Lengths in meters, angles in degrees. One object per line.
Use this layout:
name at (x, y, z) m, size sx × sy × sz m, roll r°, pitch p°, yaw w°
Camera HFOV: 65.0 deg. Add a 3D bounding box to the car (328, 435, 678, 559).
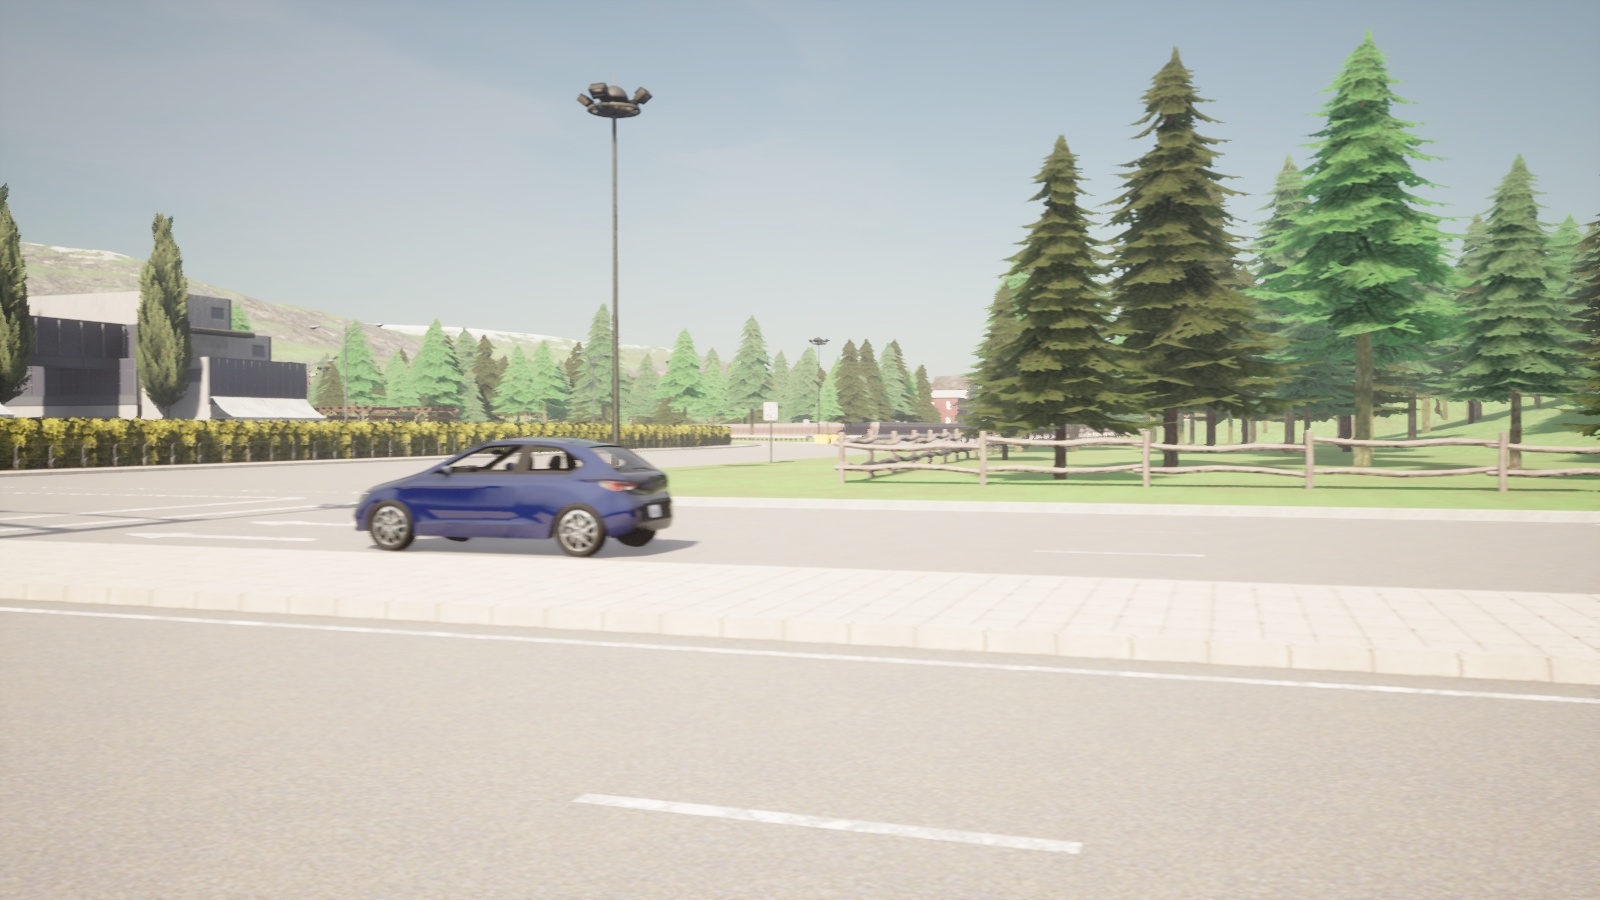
car at (-3.907, 0.545, 16.639) m, size 4.193 × 1.474 × 1.816 m, roll 0°, pitch 1°, yaw 19°
